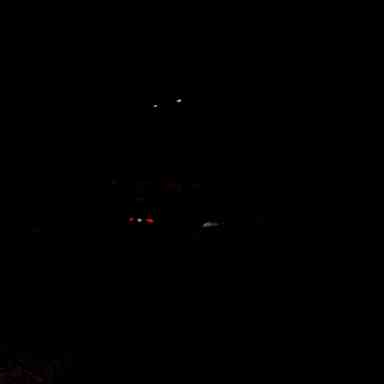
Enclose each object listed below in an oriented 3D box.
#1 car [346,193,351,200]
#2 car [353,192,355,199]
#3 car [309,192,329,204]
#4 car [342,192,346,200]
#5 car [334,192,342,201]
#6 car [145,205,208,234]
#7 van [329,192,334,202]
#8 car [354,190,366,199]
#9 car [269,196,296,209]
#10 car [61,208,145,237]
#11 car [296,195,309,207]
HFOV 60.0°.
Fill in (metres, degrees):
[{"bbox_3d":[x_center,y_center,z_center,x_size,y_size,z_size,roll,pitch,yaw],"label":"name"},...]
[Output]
[{"bbox_3d":[33.104,0.915,73.560,2.192,1.841,5.009,-1,-1,34],"label":"car"},{"bbox_3d":[36.277,1.129,78.194,2.008,1.369,4.403,-1,-1,34],"label":"car"},{"bbox_3d":[20.434,1.010,55.021,2.192,1.841,5.009,-1,0,34],"label":"car"},{"bbox_3d":[29.845,1.147,68.784,1.752,1.417,4.829,-1,-1,34],"label":"car"},{"bbox_3d":[26.769,0.959,64.291,2.192,1.841,5.009,-1,-1,34],"label":"car"},{"bbox_3d":[-1.206,1.448,18.686,2.033,1.411,5.357,-2,0,34],"label":"car"},{"bbox_3d":[23.602,1.009,59.656,1.690,1.788,3.998,-1,0,34],"label":"van"},{"bbox_3d":[39.307,0.552,77.980,2.150,2.045,5.566,-2,-1,34],"label":"car"},{"bbox_3d":[10.937,1.371,41.115,1.802,1.307,4.206,-1,0,34],"label":"car"},{"bbox_3d":[-4.899,1.548,17.943,1.947,1.339,4.313,-1,0,34],"label":"car"},{"bbox_3d":[14.104,1.306,45.750,2.008,1.369,4.403,-1,0,34],"label":"car"}]
